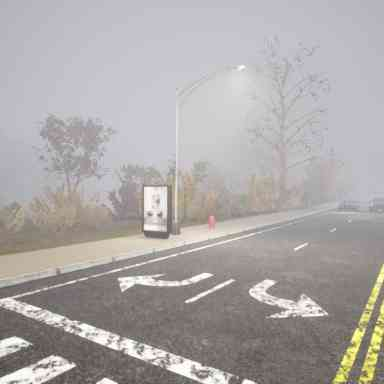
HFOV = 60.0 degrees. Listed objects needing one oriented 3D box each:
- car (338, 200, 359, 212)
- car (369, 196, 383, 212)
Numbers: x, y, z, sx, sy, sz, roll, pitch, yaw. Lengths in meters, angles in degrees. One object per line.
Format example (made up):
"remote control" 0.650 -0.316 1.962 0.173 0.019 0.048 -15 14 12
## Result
"car" 18.724 1.602 39.670 1.994 1.385 4.181 0 0 31
"car" 21.539 1.393 38.046 2.097 1.767 4.553 0 0 31
